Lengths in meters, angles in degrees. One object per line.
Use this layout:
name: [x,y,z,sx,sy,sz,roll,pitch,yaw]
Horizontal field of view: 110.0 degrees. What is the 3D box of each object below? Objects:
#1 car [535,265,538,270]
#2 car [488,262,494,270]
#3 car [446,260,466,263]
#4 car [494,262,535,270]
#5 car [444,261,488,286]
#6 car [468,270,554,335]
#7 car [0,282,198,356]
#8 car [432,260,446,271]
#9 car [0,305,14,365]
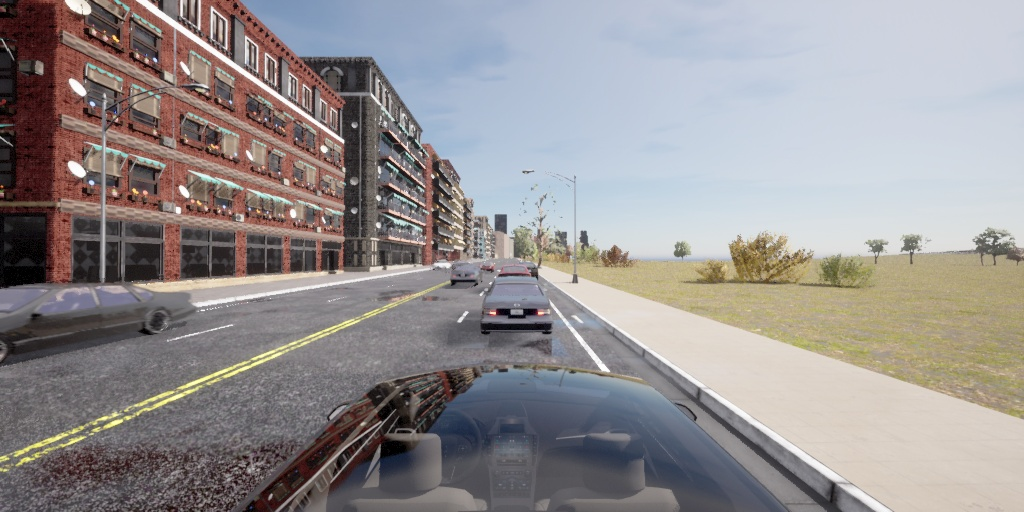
car: [1.191,1.232,30.503,1.882,1.535,5.008,0,0,0]
car: [-3.069,1.354,43.724,1.895,1.301,4.718,0,0,0]
car: [-6.518,1.245,45.145,2.128,1.511,4.902,0,0,0]
car: [0.138,1.231,21.065,1.882,1.535,5.008,0,0,0]
car: [-3.115,1.301,25.368,2.033,1.411,5.357,0,0,0]
car: [0.115,1.299,10.525,2.033,1.411,5.357,0,0,0]
car: [-9.844,1.298,7.742,2.033,1.411,5.357,0,0,0]
car: [-9.757,1.279,49.793,1.812,1.442,4.674,0,0,0]
car: [-6.602,1.227,1.547,1.882,1.535,5.008,0,0,0]
